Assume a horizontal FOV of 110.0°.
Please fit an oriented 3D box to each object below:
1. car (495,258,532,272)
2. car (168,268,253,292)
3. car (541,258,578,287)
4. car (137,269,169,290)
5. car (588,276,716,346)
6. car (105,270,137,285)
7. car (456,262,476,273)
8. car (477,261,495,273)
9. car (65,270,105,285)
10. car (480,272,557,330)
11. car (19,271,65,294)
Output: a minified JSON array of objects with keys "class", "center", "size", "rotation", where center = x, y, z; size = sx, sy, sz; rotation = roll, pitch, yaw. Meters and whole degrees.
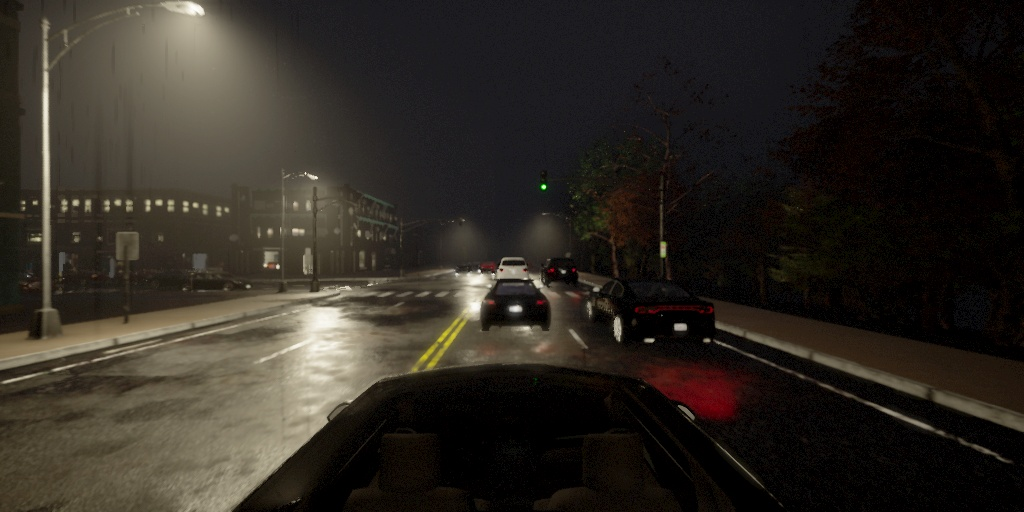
[{"class":"car","center":[0.110,1.141,26.867],"size":[2.150,2.045,5.566],"rotation":[0,0,0]},{"class":"car","center":[-19.939,1.718,24.196],"size":[4.313,1.339,1.948],"rotation":[0,0,0]},{"class":"car","center":[3.357,1.137,26.028],"size":[2.150,2.045,5.566],"rotation":[0,0,0]},{"class":"car","center":[-24.658,1.724,26.914],"size":[4.674,1.442,1.812],"rotation":[-1,0,0]},{"class":"car","center":[3.352,1.281,9.607],"size":[1.882,1.535,5.008],"rotation":[0,0,0]},{"class":"car","center":[-33.805,1.866,32.719],"size":[4.207,1.307,1.802],"rotation":[0,0,0]},{"class":"car","center":[-6.566,1.547,50.003],"size":[1.882,1.535,5.008],"rotation":[0,0,0]},{"class":"car","center":[-3.310,1.547,49.971],"size":[1.882,1.535,5.008],"rotation":[0,0,0]},{"class":"car","center":[-39.339,1.928,32.727],"size":[4.207,1.307,1.802],"rotation":[0,0,0]},{"class":"car","center":[0.105,1.379,11.389],"size":[1.994,1.385,4.181],"rotation":[0,0,0]},{"class":"car","center":[-33.816,1.750,24.338],"size":[4.097,1.591,1.967],"rotation":[0,0,0]}]
